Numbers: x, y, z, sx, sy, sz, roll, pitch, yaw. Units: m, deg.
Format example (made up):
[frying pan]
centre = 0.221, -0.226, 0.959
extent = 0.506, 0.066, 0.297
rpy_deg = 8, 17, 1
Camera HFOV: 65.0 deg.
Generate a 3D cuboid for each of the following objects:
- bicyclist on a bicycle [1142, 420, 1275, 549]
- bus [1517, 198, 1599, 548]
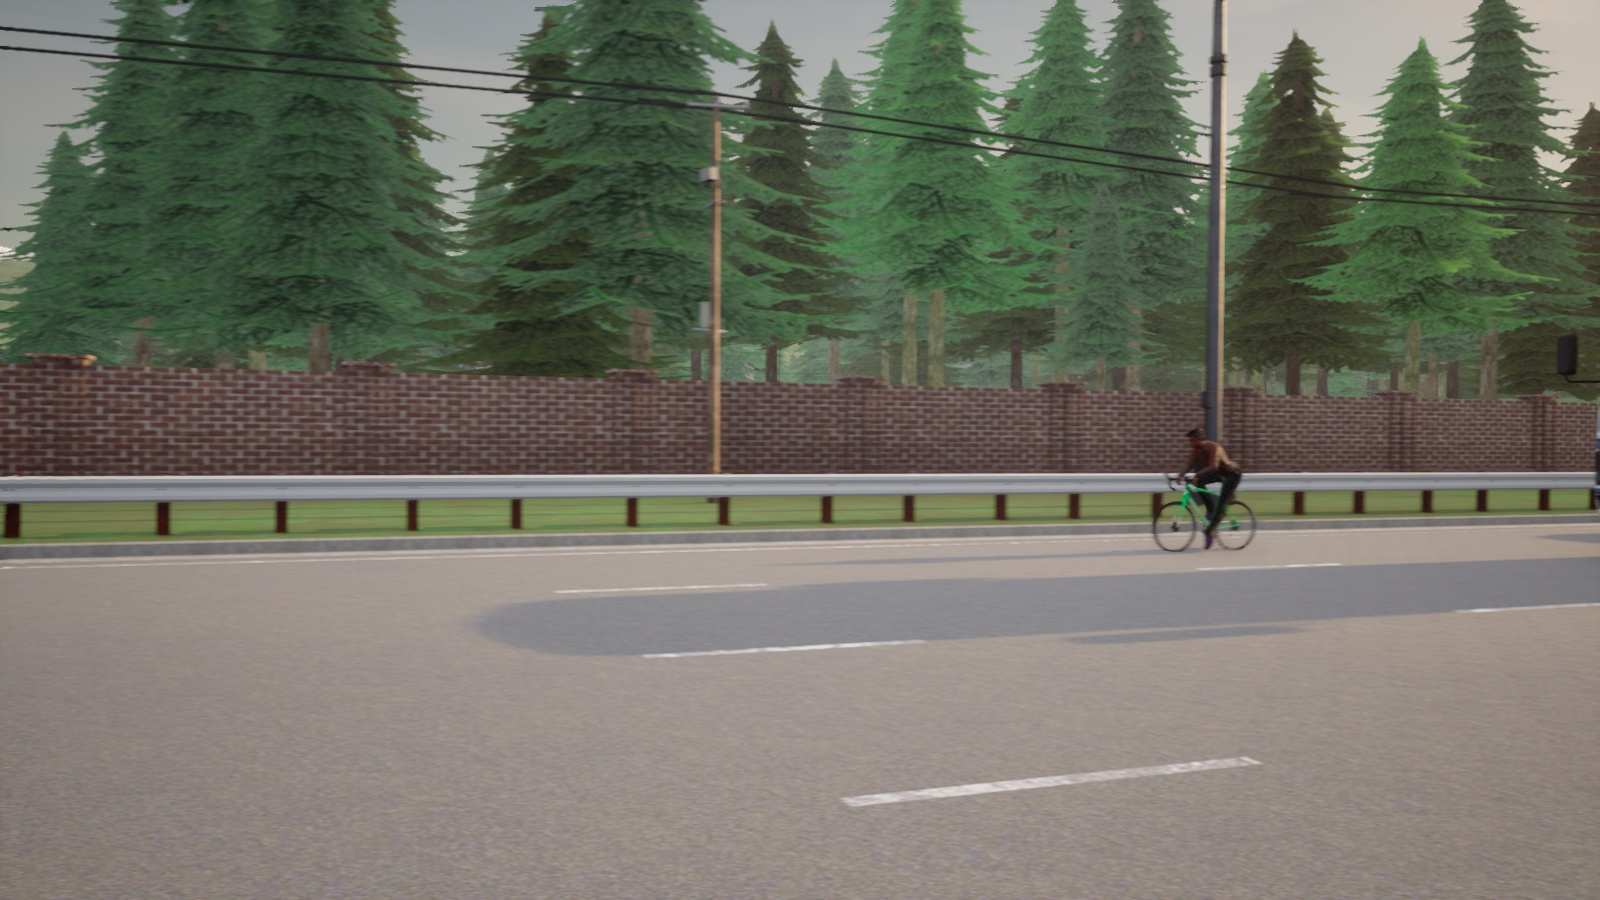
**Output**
[bicyclist on a bicycle]
centre = 5.373, 0.424, 16.509
extent = 1.656, 1.620, 0.582
rpy_deg = -1, 1, -21
[bus]
centre = 14.845, -1.005, 16.346
extent = 10.273, 4.253, 3.944
rpy_deg = -1, 1, -21
